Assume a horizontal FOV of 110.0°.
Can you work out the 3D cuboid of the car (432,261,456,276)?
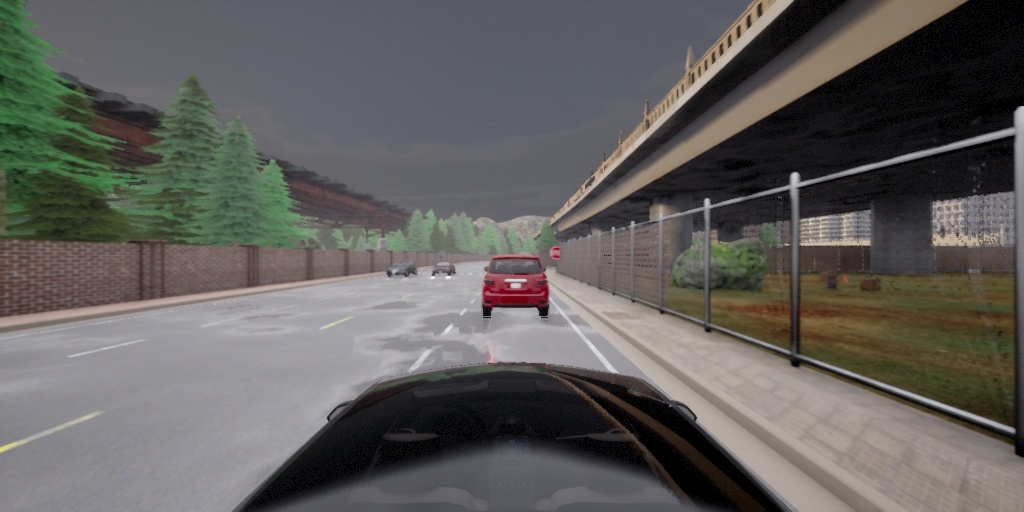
[{"bbox_3d":[-6.937,1.279,37.001,1.812,1.442,4.674,0,0,0],"label":"car"}]

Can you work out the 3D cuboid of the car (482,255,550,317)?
[{"bbox_3d":[0.117,0.972,13.280,2.150,2.045,5.566,0,0,0],"label":"car"}]

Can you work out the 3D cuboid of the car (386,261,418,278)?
[{"bbox_3d":[-10.470,1.235,34.402,2.128,1.511,4.902,0,0,1],"label":"car"}]
